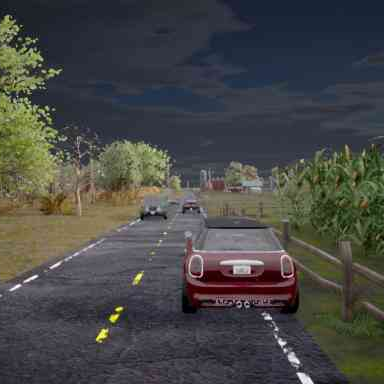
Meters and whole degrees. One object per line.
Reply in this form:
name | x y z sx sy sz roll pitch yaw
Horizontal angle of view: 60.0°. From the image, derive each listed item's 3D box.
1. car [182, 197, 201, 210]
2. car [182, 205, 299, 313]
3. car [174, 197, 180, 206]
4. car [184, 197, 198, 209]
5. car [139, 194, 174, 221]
car | -0.072 1.483 36.001 1.837 1.490 4.892 0 0 0
car | 0.871 1.350 7.808 2.097 1.767 4.553 0 0 0
car | -2.967 1.513 53.128 1.994 1.385 4.181 0 0 0
car | -0.124 1.468 45.911 1.837 1.490 4.892 0 0 0
car | -2.963 1.207 27.754 2.150 2.045 5.566 0 0 0
